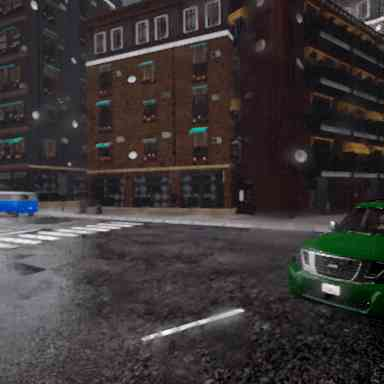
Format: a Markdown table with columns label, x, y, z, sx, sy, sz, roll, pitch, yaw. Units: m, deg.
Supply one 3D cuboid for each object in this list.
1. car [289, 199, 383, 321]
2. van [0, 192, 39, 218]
| label | x | y | z | sx | sy | sz | roll | pitch | yaw |
| --- | --- | --- | --- | --- | --- | --- | --- | --- | --- |
| car | 4.437 | 1.176 | 6.933 | 5.566 | 2.045 | 2.150 | 0 | 0 | -36 |
| van | -13.066 | 0.878 | 24.271 | 3.998 | 1.788 | 1.690 | 1 | 0 | 26 |
